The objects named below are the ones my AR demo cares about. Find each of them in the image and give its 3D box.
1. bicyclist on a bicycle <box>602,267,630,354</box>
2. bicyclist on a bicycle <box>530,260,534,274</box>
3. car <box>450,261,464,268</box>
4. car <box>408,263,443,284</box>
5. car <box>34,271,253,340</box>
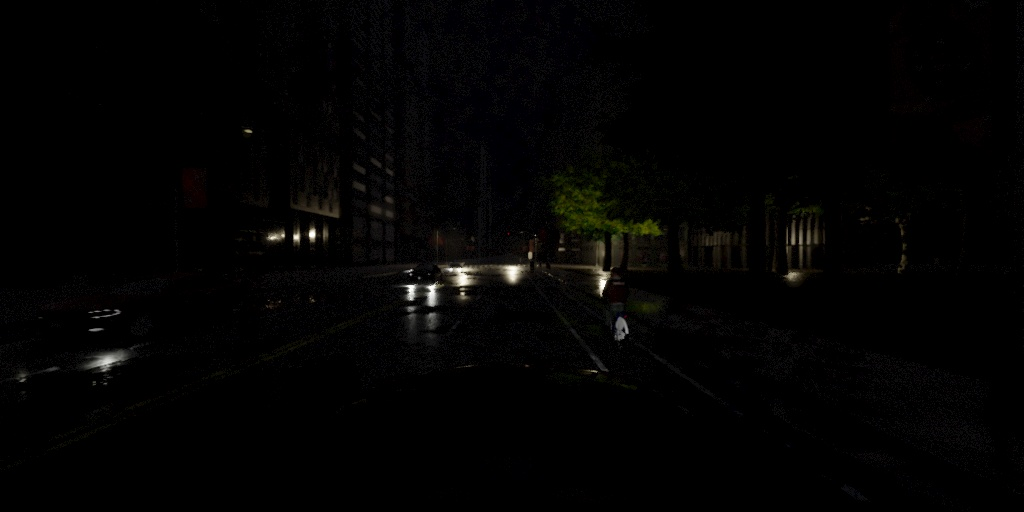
[{"bbox_3d":[2.249,1.126,7.930,0.659,1.776,1.843,0,0,0],"label":"bicyclist on a bicycle"},{"bbox_3d":[2.247,1.253,40.130,0.582,1.620,1.656,0,0,0],"label":"bicyclist on a bicycle"},{"bbox_3d":[-9.759,1.472,63.482,1.895,1.301,4.718,0,0,0],"label":"car"},{"bbox_3d":[-6.602,1.301,27.861,1.812,1.442,4.674,0,0,0],"label":"car"},{"bbox_3d":[-9.851,1.234,10.239,1.882,1.535,5.008,0,0,0],"label":"car"}]
